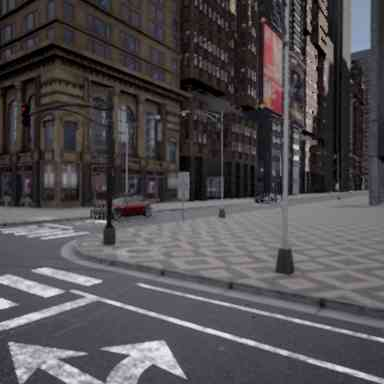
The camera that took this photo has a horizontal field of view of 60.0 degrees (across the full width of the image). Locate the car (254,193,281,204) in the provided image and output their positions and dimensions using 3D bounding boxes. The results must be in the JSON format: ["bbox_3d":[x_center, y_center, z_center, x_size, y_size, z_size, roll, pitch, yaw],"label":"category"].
[{"bbox_3d":[10.281,0.860,45.074,2.033,1.411,5.357,1,1,36],"label":"car"}]

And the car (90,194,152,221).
[{"bbox_3d":[-4.976,1.013,23.699,2.097,1.767,4.553,1,1,35],"label":"car"}]
